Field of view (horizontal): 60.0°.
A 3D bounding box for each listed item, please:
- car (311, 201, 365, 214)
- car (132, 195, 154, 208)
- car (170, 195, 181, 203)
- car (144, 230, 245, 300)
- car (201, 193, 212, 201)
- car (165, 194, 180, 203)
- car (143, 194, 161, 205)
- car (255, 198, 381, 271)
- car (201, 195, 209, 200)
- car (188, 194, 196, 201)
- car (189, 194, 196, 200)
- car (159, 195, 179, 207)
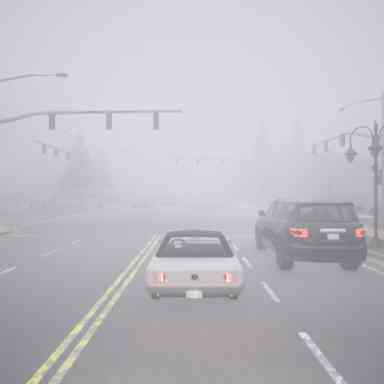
[{"bbox_3d":[14.955,1.593,34.287,4.718,1.301,1.895,0,0,0],"label":"car"},{"bbox_3d":[-7.108,1.536,47.156,2.033,1.411,5.357,0,0,2],"label":"car"},{"bbox_3d":[-3.455,1.508,70.751,2.128,1.511,4.902,0,0,0],"label":"car"},{"bbox_3d":[0.068,1.599,8.355,1.895,1.301,4.718,0,0,0],"label":"car"},{"bbox_3d":[3.551,1.197,79.173,2.150,2.045,5.566,0,0,0],"label":"car"},{"bbox_3d":[-3.542,1.490,60.554,1.837,1.490,4.892,0,0,-1],"label":"car"},{"bbox_3d":[-7.046,1.534,57.227,2.033,1.411,5.357,0,0,0],"label":"car"},{"bbox_3d":[3.586,1.219,11.077,2.150,2.045,5.566,0,0,0],"label":"car"},{"bbox_3d":[3.558,1.386,89.825,1.994,1.385,4.181,0,0,0],"label":"car"},{"bbox_3d":[0.051,1.495,79.519,1.812,1.442,4.674,0,0,0],"label":"car"},{"bbox_3d":[0.058,1.358,89.827,1.812,1.442,4.674,0,0,0],"label":"car"},{"bbox_3d":[-3.553,1.552,51.837,1.994,1.385,4.181,0,0,0],"label":"car"}]
